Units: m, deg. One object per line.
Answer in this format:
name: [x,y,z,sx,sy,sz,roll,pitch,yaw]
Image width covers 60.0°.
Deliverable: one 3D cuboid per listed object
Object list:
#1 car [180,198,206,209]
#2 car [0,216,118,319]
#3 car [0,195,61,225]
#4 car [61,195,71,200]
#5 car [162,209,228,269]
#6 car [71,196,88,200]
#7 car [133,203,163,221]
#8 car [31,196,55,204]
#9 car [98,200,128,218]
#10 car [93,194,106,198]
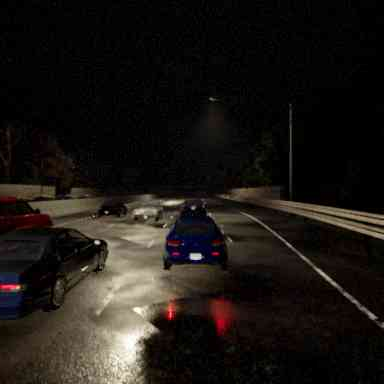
car: [0.095,1.289,27.901,2.097,1.767,4.553,0,0,0]
car: [-3.402,1.527,7.625,2.033,1.411,5.357,0,0,0]
car: [-6.902,1.191,11.696,2.150,2.045,5.566,0,0,0]
car: [-24.510,1.357,63.255,1.882,1.535,5.008,0,0,0]
car: [0.097,1.498,10.926,1.812,1.442,4.674,0,0,0]
car: [-21.012,1.436,63.743,1.994,1.385,4.181,0,0,0]
car: [-3.405,1.540,26.596,1.895,1.301,4.718,0,0,0]
car: [-28.008,1.420,62.763,2.033,1.411,5.357,0,0,0]
car: [-6.904,1.460,29.173,1.812,1.442,4.674,0,0,0]
car: [-17.517,1.240,63.118,2.097,1.767,4.553,0,0,0]
